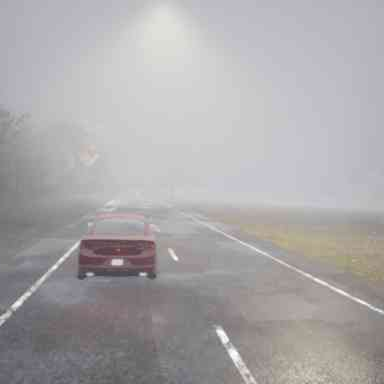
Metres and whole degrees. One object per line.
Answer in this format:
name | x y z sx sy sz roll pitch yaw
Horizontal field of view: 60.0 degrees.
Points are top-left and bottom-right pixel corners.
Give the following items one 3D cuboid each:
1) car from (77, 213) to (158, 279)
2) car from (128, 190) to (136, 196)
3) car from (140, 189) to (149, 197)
car | -2.060 1.361 9.711 1.882 1.535 5.008 2 0 -10
car | -16.887 0.291 93.335 2.097 1.767 4.553 2 0 -10
car | -13.382 0.312 93.629 2.150 2.045 5.566 2 0 -10
